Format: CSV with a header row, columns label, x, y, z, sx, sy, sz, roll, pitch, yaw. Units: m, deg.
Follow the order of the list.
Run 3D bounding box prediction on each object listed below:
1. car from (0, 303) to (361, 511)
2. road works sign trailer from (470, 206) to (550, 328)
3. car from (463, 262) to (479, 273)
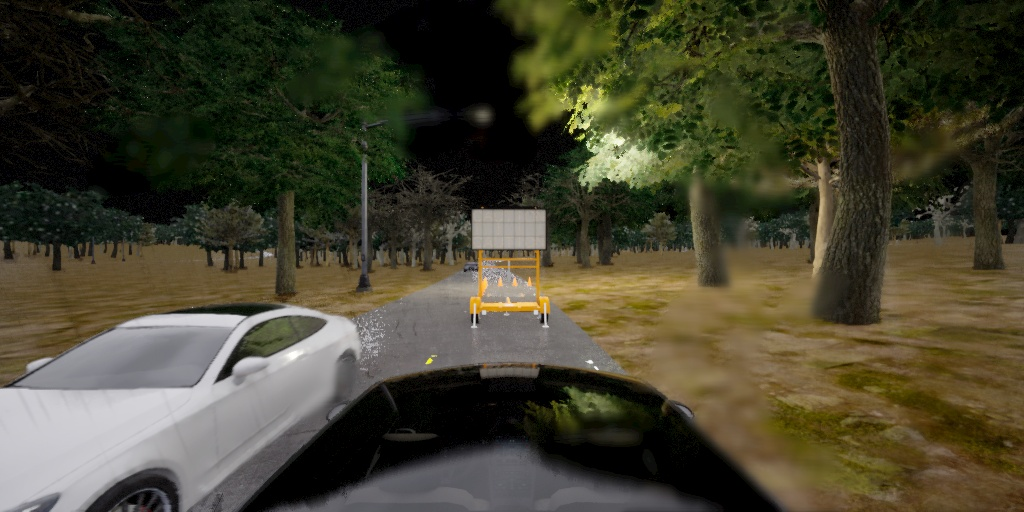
label,x,y,z,sx,sy,sz,roll,pitch,yaw
car,-3.141,1.276,3.624,1.812,1.442,4.674,0,0,0
road works sign trailer,-0.098,0.224,11.455,2.380,3.560,2.880,0,0,-2
car,-5.245,1.424,46.445,1.994,1.385,4.181,0,0,-5
